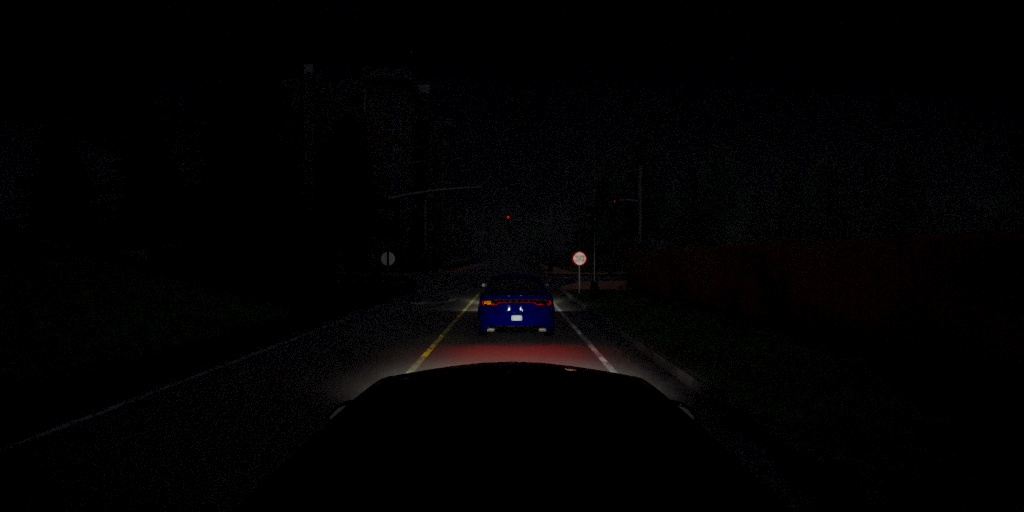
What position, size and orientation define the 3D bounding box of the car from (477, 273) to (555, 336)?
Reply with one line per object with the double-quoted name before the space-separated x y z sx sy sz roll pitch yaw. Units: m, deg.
"car" 0.100 1.226 10.437 1.882 1.535 5.008 0 0 0
